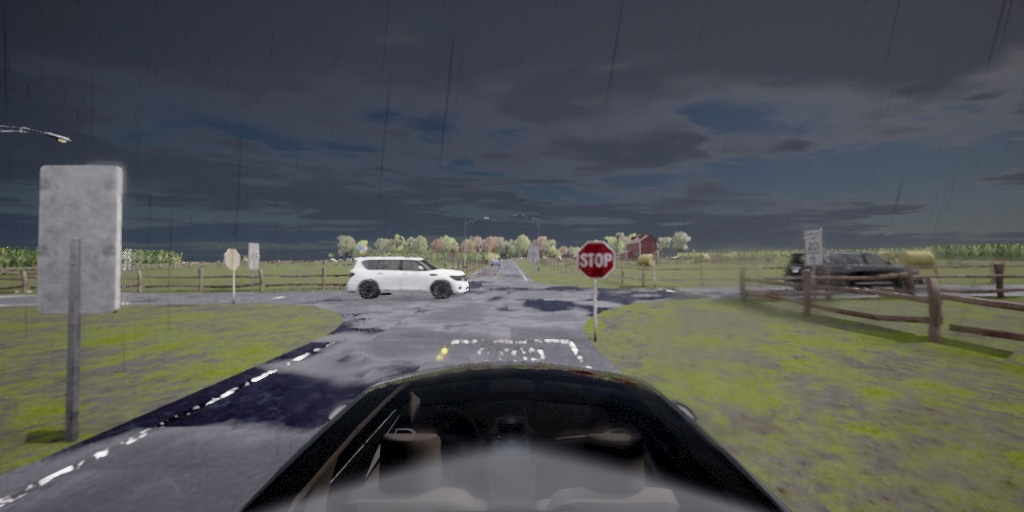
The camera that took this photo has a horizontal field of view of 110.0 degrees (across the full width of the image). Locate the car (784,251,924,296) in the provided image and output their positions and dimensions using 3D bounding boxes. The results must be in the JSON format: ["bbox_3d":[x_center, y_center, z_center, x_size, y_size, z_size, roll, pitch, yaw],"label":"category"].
[{"bbox_3d":[16.515,0.805,17.519,5.566,2.045,2.150,0,-1,-1],"label":"car"}]

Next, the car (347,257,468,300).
[{"bbox_3d":[-4.939,1.051,17.274,5.566,2.045,2.150,0,-1,0],"label":"car"}]
